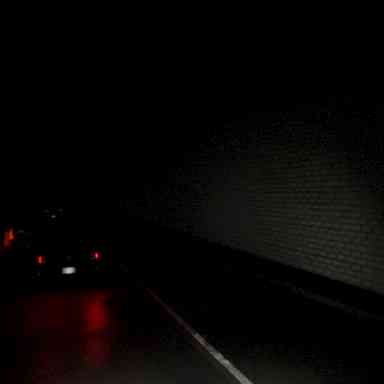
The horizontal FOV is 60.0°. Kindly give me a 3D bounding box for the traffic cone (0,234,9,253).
[{"bbox_3d":[-7.318,2.038,12.763,0.340,0.580,0.340,0,0,-24],"label":"traffic cone"}]

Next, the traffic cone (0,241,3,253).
[{"bbox_3d":[-6.520,2.028,10.929,0.340,0.580,0.340,0,0,-24],"label":"traffic cone"}]

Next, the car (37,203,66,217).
[{"bbox_3d":[-11.435,1.639,27.093,2.128,1.511,4.902,0,0,-26],"label":"car"}]

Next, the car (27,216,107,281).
[{"bbox_3d":[-3.918,1.654,10.240,1.895,1.301,4.718,0,0,-24],"label":"car"}]

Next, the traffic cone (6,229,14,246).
[{"bbox_3d":[-8.116,2.049,14.597,0.340,0.580,0.340,0,0,-24],"label":"traffic cone"}]

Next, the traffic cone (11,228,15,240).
[{"bbox_3d":[-8.914,2.059,16.431,0.340,0.580,0.340,0,0,-24],"label":"traffic cone"}]
